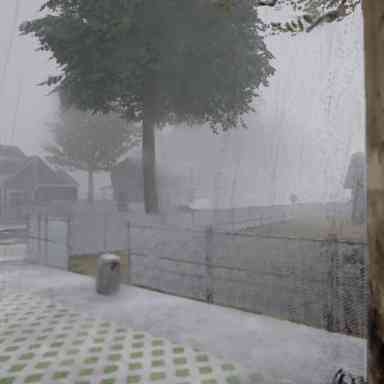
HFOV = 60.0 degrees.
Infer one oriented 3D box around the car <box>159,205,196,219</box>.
[{"bbox_3d":[-1.599,1.970,31.906,2.033,1.411,5.357,0,0,36],"label":"car"}]
